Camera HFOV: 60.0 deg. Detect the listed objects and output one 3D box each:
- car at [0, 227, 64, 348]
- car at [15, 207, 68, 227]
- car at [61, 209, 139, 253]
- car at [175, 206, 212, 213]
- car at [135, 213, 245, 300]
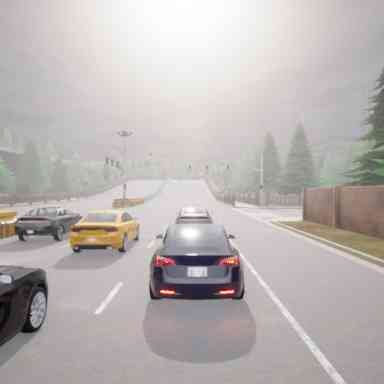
[{"bbox_3d":[-3.400,1.477,3.760,1.882,1.535,5.008,0,0,0],"label":"car"},{"bbox_3d":[-6.905,1.490,16.624,2.128,1.511,4.902,0,0,0],"label":"car"},{"bbox_3d":[-3.404,1.476,13.777,1.882,1.535,5.008,0,0,0],"label":"car"},{"bbox_3d":[0.093,1.490,17.514,2.128,1.511,4.902,0,0,0],"label":"car"},{"bbox_3d":[0.098,1.503,8.423,2.163,1.488,4.792,0,0,0],"label":"car"}]
